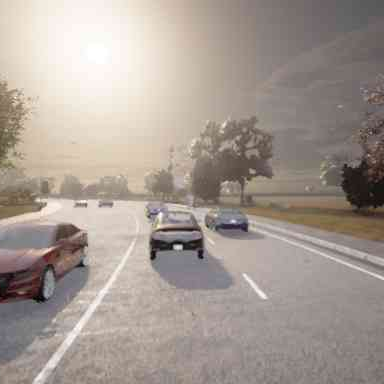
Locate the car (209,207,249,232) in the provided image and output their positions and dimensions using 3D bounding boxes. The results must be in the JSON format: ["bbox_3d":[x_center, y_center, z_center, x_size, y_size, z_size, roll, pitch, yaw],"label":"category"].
[{"bbox_3d":[1.986,1.570,20.205,1.994,1.385,4.181,0,0,-8],"label":"car"}]

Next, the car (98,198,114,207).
[{"bbox_3d":[-13.083,1.595,50.468,1.994,1.385,4.181,0,0,-20],"label":"car"}]

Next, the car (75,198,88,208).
[{"bbox_3d":[-16.834,1.577,50.608,2.033,1.411,5.357,0,0,-20],"label":"car"}]

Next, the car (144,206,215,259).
[{"bbox_3d":[-0.654,1.498,12.722,2.128,1.511,4.902,0,0,-5],"label":"car"}]

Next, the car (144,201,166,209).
[{"bbox_3d":[-3.303,1.564,30.287,2.033,1.411,5.357,0,0,-12],"label":"car"}]

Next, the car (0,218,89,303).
[{"bbox_3d":[-4.007,1.488,8.442,1.882,1.535,5.008,0,0,-4],"label":"car"}]
